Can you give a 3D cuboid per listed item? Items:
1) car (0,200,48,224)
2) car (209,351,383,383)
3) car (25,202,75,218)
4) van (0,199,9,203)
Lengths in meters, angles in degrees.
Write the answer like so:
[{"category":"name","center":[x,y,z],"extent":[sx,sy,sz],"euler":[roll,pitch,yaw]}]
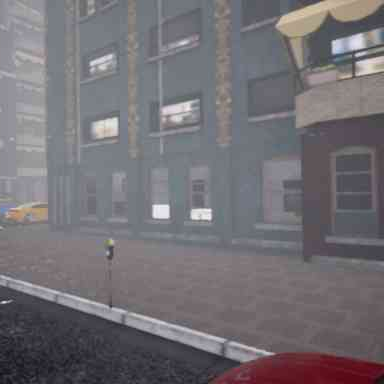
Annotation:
[{"category":"car","center":[-11.689,1.546,25.946],"extent":[1.882,1.535,5.008],"euler":[-1,0,36]},{"category":"car","center":[1.937,1.538,1.350],"extent":[4.507,1.381,1.887],"euler":[-1,-1,35]},{"category":"car","center":[-13.707,1.724,32.341],"extent":[1.802,1.307,4.206],"euler":[-1,0,35]},{"category":"van","center":[-16.961,1.517,27.731],"extent":[1.690,1.788,3.998],"euler":[-1,0,35]}]
